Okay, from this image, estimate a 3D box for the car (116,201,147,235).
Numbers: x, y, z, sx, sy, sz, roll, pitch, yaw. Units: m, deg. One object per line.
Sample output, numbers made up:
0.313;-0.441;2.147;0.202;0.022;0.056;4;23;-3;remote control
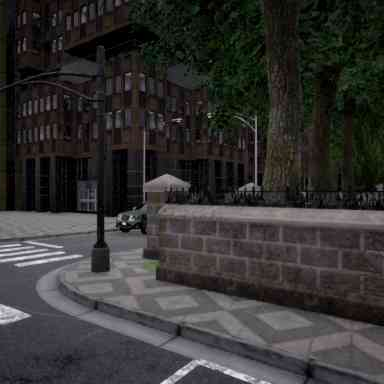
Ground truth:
-2.441;1.584;22.039;2.150;2.045;5.566;0;-1;35;car
